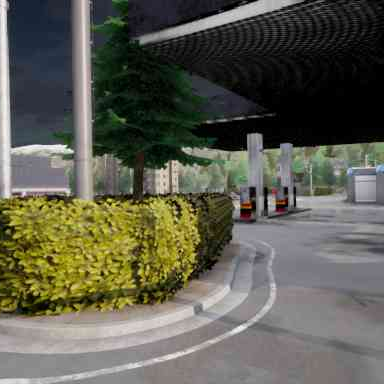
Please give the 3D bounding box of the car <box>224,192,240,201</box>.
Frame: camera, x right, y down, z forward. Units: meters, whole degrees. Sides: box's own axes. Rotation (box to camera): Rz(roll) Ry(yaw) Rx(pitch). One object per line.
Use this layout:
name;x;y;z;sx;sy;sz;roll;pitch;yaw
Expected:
car;7.493;0.852;63.884;5.027;1.636;2.152;-1;0;35

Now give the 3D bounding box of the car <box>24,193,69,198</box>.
car;-14.729;1.183;33.571;3.866;1.878;1.905;-1;1;35

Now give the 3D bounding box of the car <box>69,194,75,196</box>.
car;-24.183;1.124;63.864;3.866;1.878;1.905;-1;0;35

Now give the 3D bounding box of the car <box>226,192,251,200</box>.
car;9.267;0.813;66.472;4.514;1.523;2.007;-1;1;35
